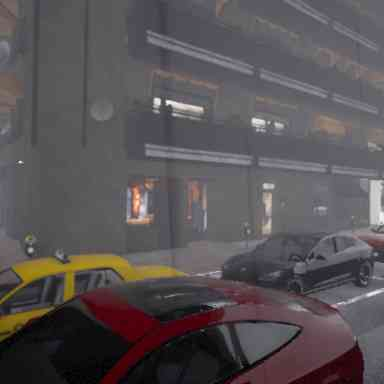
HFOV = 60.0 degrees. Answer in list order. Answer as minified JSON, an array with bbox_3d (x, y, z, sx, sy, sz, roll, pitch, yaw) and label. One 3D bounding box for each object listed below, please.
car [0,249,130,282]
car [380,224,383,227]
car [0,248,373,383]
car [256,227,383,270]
[{"bbox_3d":[-2.082,1.532,4.602,4.829,1.417,1.752,1,0,-35],"label":"car"},{"bbox_3d":[7.298,1.637,11.275,4.507,1.381,1.887,1,0,-35],"label":"car"},{"bbox_3d":[-0.455,1.533,2.623,4.674,1.442,1.812,1,0,-35],"label":"car"},{"bbox_3d":[2.677,1.616,7.988,4.313,1.339,1.947,1,0,-35],"label":"car"}]
